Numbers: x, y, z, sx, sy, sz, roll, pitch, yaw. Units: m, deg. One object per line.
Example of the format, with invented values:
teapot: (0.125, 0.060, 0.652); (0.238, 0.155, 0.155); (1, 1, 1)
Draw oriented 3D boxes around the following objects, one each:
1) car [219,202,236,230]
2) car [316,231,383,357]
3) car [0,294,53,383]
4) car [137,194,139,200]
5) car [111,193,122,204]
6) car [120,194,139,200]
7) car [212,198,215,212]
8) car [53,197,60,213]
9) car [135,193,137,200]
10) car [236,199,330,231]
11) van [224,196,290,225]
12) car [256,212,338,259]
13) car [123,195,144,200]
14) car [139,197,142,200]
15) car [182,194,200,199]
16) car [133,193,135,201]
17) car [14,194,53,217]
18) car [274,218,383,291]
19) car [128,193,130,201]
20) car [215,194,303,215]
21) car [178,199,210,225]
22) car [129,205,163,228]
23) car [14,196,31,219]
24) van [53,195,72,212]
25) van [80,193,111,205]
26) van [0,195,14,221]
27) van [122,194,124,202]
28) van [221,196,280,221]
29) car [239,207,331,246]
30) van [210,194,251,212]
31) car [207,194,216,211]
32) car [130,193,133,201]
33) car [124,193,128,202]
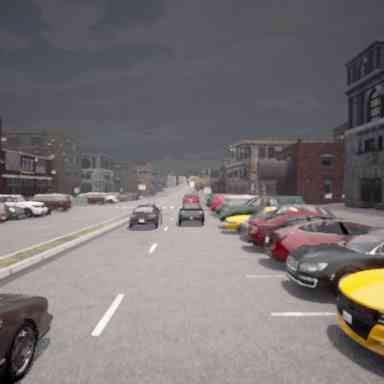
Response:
car: (4.415, 1.513, 18.607); (5.366, 1.575, 1.946); (0, 0, 0)
car: (4.689, 1.487, 4.710); (5.008, 1.535, 2.097); (0, 0, 0)
car: (-2.912, 1.550, 2.341); (2.033, 1.411, 5.357); (0, 0, 0)
car: (-16.407, 1.405, 82.034); (5.008, 1.535, 2.097); (0, 0, 0)
car: (-16.199, 1.124, 59.983); (5.566, 2.045, 2.435); (0, 0, 0)
car: (-16.414, 1.324, 87.547); (4.553, 1.767, 2.185); (0, 0, 0)
car: (4.535, 1.514, 29.727); (4.892, 1.521, 2.231); (0, 0, 0)
car: (-15.980, 1.537, 32.410); (4.792, 1.488, 2.163); (0, 0, 0)
car: (-16.376, 1.389, 79.279); (5.008, 1.535, 2.097); (0, 0, 0)
car: (4.647, 1.386, 15.952); (4.553, 1.767, 2.185); (0, 0, 0)
van: (4.684, 1.291, 24.291); (4.442, 1.987, 1.878); (0, 0, 0)
car: (4.679, 1.530, 10.393); (4.792, 1.488, 2.163); (0, 0, 0)
car: (-16.304, 1.504, 93.060); (5.366, 1.575, 1.946); (0, -1, 0)
car: (-16.453, 1.174, 84.792); (5.566, 2.045, 2.435); (0, 0, 0)
car: (-0.116, 1.210, 43.003); (2.150, 2.045, 5.566); (0, 0, 0)
car: (-16.365, 1.377, 76.522); (4.892, 1.521, 2.231); (0, 0, 0)
car: (-15.959, 1.262, 29.652); (5.566, 2.045, 2.435); (0, 0, 0)
car: (4.672, 1.495, 7.614); (4.892, 1.521, 2.231); (0, 0, 0)
car: (-16.285, 1.391, 71.010); (4.792, 1.488, 2.163); (0, 0, 0)
car: (4.554, 1.266, 21.391); (5.566, 2.045, 2.435); (0, 0, 0)
car: (-0.040, 1.528, 24.633); (2.128, 1.511, 4.902); (0, 0, 0)
car: (-3.029, 1.562, 22.336); (1.812, 1.442, 4.674); (0, 0, 0)
car: (-15.997, 1.392, 26.893); (4.553, 1.767, 2.185); (0, 0, 0)
van: (-16.170, 1.265, 37.927); (4.442, 1.987, 1.878); (0, 0, 0)
van: (-16.067, 1.178, 54.473); (4.442, 1.987, 1.878); (0, 0, 0)
van: (-15.827, 1.293, 24.137); (4.442, 1.987, 1.878); (0, 0, 0)
van: (-16.388, 1.135, 65.619); (4.442, 1.987, 1.878); (0, 0, 0)
van: (4.673, 1.290, 26.945); (4.442, 1.987, 1.878); (0, 0, 0)
car: (4.627, 1.507, 13.173); (5.008, 1.535, 2.097); (0, 0, 0)
van: (4.395, 1.264, 38.186); (4.442, 1.987, 1.878); (0, 0, 0)
car: (4.560, 1.255, 32.627); (5.566, 2.045, 2.435); (0, 0, 0)
car: (-16.344, 1.368, 73.766); (4.892, 1.521, 2.231); (0, 0, 0)
car: (-16.299, 1.359, 68.255); (5.008, 1.535, 2.097); (0, 0, 0)
